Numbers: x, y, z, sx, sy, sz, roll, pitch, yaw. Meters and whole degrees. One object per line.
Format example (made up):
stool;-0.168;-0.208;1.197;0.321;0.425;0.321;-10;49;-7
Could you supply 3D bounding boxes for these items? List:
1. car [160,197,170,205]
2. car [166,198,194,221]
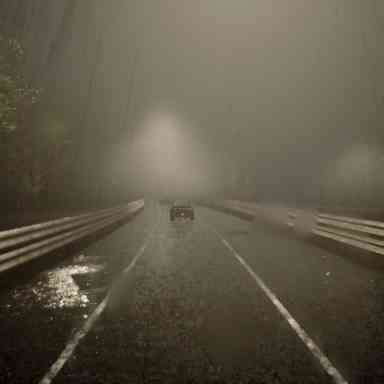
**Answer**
car;-4.418;1.539;57.696;1.994;1.385;4.181;0;0;-9
car;-0.903;1.495;27.793;2.128;1.511;4.902;0;0;-5
